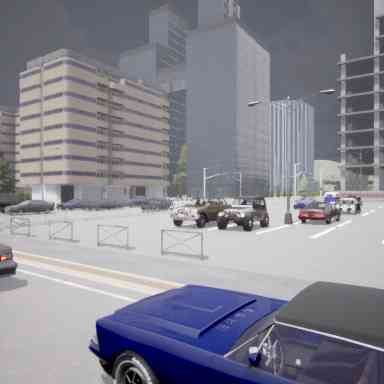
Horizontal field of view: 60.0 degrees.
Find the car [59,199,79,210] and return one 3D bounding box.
[{"bbox_3d":[-14.502,1.547,42.500,2.033,1.411,5.357,0,0,34],"label":"car"}]

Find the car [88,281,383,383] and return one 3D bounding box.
[{"bbox_3d":[1.172,1.601,3.153,4.718,1.301,1.895,0,0,35],"label":"car"}]

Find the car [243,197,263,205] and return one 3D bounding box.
[{"bbox_3d":[11.402,1.601,61.912,1.895,1.301,4.718,0,0,35],"label":"car"}]

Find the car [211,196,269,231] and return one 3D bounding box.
[{"bbox_3d":[3.062,1.156,19.242,1.905,1.878,3.866,0,0,34],"label":"car"}]

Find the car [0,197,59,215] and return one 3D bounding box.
[{"bbox_3d":[-16.264,1.526,33.553,1.812,1.442,4.674,0,0,34],"label":"car"}]

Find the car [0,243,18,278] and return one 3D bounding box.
[{"bbox_3d":[-6.673,1.547,8.669,5.357,1.411,2.033,0,0,35],"label":"car"}]

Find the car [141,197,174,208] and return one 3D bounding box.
[{"bbox_3d":[-5.142,1.547,50.141,2.033,1.411,5.357,0,0,34],"label":"car"}]

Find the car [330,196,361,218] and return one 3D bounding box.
[{"bbox_3d":[15.086,1.395,32.197,1.970,1.475,3.806,0,0,34],"label":"car"}]

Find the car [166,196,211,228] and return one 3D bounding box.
[{"bbox_3d":[0.694,1.153,20.908,1.932,1.855,4.605,0,0,34],"label":"car"}]

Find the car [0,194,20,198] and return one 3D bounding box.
[{"bbox_3d":[-20.212,1.222,33.991,2.150,2.045,5.566,0,0,34],"label":"car"}]

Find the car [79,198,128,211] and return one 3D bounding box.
[{"bbox_3d":[-10.934,1.547,41.525,2.033,1.411,5.357,0,0,34],"label":"car"}]

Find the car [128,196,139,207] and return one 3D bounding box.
[{"bbox_3d":[-8.826,1.352,50.896,2.097,1.767,4.553,0,0,35],"label":"car"}]

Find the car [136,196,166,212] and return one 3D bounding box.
[{"bbox_3d":[-3.888,1.505,39.113,1.837,1.490,4.892,0,0,34],"label":"car"}]
